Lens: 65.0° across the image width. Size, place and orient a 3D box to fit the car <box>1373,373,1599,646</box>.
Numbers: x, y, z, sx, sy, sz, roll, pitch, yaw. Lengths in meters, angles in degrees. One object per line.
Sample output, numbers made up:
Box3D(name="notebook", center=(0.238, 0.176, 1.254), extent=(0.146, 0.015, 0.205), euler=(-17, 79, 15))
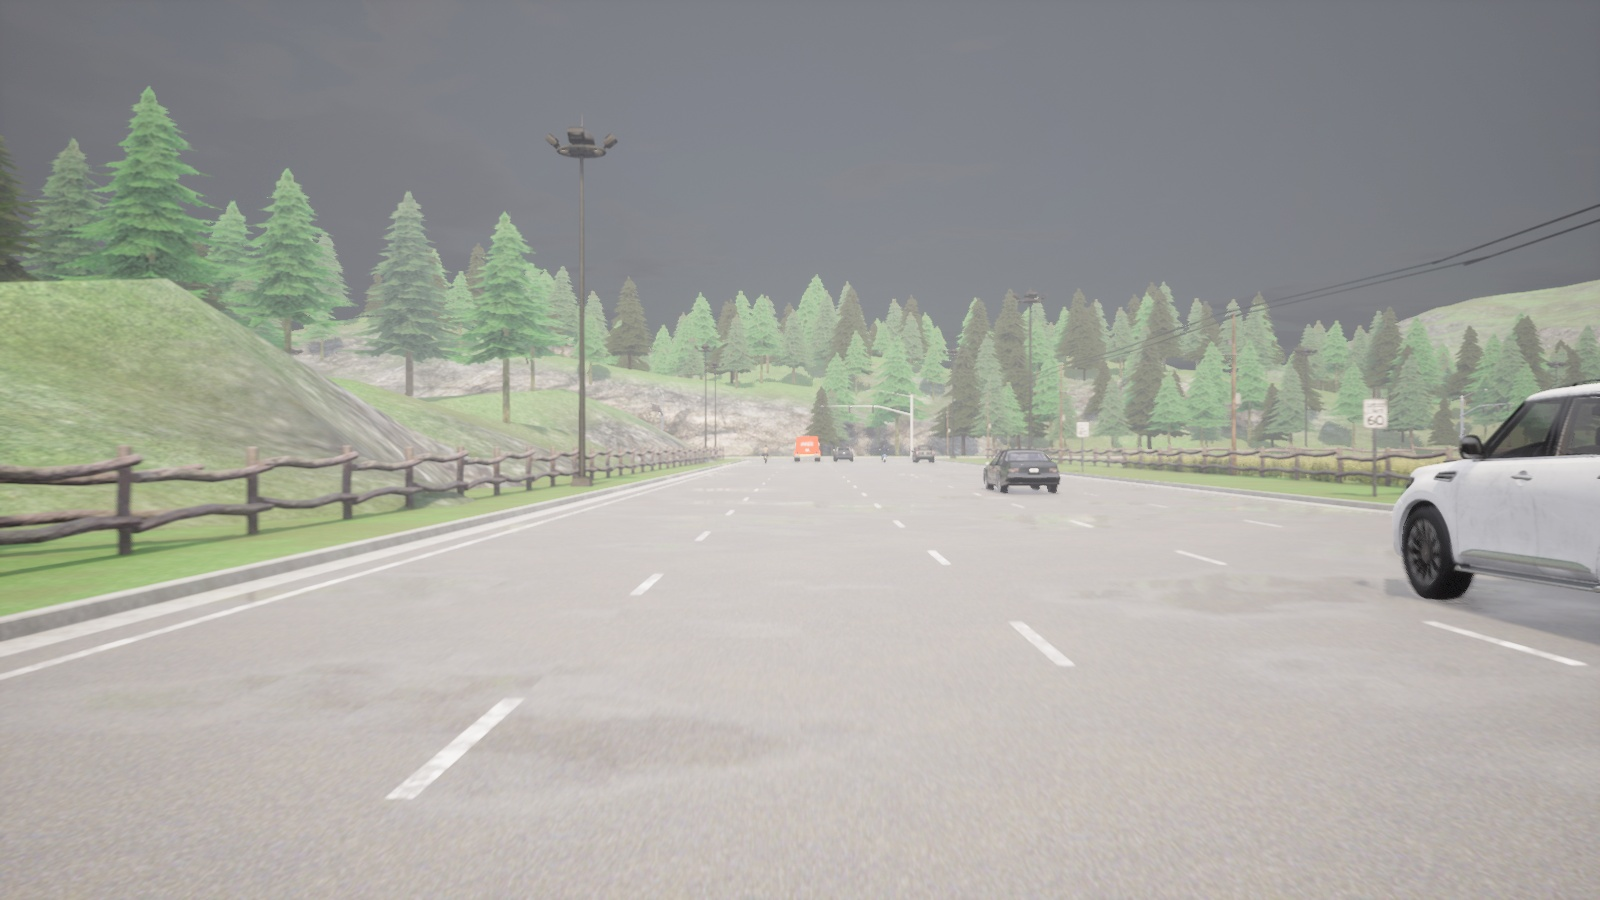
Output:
Box3D(name="car", center=(7.075, 0.443, 10.396), extent=(2.150, 2.045, 5.566), euler=(0, 0, 0))

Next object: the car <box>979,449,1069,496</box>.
Box3D(name="car", center=(7.252, 0.687, 41.276), extent=(2.033, 1.411, 5.357), euler=(0, 0, 0))
